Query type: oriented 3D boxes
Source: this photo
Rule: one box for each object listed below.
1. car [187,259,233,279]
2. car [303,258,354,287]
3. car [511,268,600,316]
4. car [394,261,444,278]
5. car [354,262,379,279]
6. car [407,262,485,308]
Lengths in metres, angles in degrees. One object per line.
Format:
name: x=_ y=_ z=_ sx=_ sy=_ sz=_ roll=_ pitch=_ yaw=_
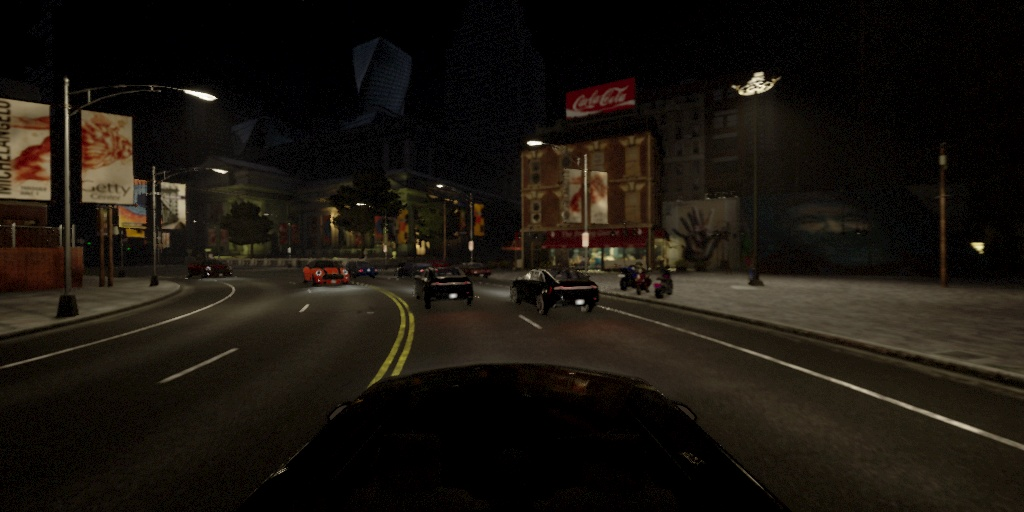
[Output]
car: x=-27.846 y=1.108 z=33.043 sx=4.553 sy=1.767 sz=2.097 roll=0 pitch=0 yaw=30
car: x=-12.798 y=1.061 z=24.585 sx=2.097 sy=1.767 sz=4.553 roll=-1 pitch=0 yaw=-40
car: x=1.371 y=1.174 z=13.215 sx=2.128 sy=1.511 sz=4.902 roll=0 pitch=0 yaw=-17
car: x=-8.123 y=1.198 z=30.360 sx=2.033 sy=1.411 sz=5.357 roll=-1 pitch=0 yaw=-40
car: x=-13.493 y=1.227 z=31.093 sx=2.033 sy=1.411 sz=5.357 roll=-1 pitch=0 yaw=-45
car: x=-2.966 y=1.190 z=15.032 sx=2.128 sy=1.511 sz=4.902 roll=0 pitch=0 yaw=-21
